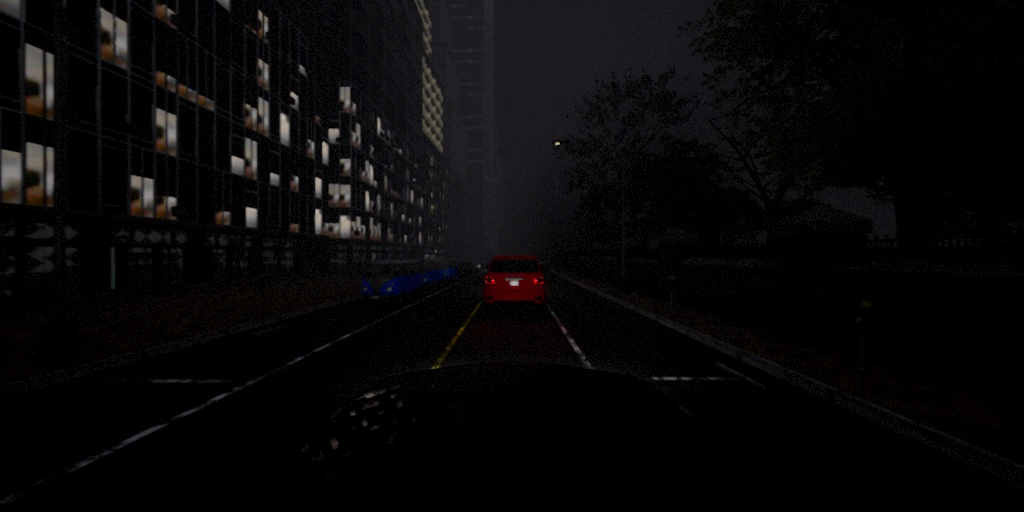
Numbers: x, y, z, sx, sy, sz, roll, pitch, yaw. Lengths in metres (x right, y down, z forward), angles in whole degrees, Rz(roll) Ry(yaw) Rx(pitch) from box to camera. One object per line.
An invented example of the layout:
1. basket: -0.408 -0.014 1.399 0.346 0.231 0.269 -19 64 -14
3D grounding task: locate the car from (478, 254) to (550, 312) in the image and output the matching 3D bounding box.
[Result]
1. car: 0.113 0.956 14.249 2.150 2.045 5.566 0 0 1

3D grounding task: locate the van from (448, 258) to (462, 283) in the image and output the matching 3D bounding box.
1. van: -5.143 1.056 27.206 1.690 1.789 3.998 0 0 1

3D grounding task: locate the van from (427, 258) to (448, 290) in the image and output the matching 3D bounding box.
1. van: -5.206 1.063 21.577 1.690 1.789 3.998 0 0 0

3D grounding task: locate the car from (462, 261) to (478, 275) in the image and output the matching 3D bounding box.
1. car: -4.963 1.267 38.459 1.948 1.339 4.313 0 0 1

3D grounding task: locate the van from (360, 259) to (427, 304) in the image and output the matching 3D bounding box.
1. van: -5.257 1.071 15.942 1.690 1.789 3.998 0 0 0

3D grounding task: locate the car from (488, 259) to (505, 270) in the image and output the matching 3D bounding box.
1. car: -2.182 1.233 52.070 2.033 1.411 5.357 0 0 2
